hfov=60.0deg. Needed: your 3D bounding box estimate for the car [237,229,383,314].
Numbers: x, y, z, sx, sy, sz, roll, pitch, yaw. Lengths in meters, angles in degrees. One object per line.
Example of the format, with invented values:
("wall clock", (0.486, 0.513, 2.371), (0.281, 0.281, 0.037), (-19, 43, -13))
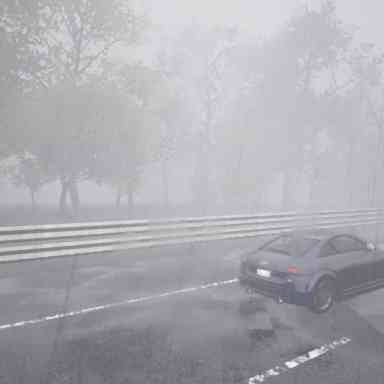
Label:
("car", (3.057, 1.565, 7.673), (4.181, 1.385, 1.994), (0, 0, -34))
